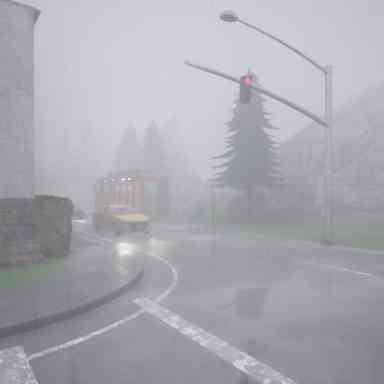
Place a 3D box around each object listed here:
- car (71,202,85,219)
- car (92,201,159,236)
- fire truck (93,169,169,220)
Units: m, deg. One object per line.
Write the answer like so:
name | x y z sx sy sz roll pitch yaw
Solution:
car | -10.782 1.548 28.497 2.033 1.411 5.357 0 0 -35
car | -4.039 1.478 18.650 1.882 1.535 5.008 0 0 -34
fire truck | -5.129 0.342 26.614 2.891 3.827 8.468 0 0 -34
